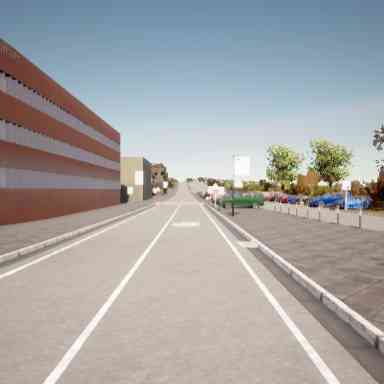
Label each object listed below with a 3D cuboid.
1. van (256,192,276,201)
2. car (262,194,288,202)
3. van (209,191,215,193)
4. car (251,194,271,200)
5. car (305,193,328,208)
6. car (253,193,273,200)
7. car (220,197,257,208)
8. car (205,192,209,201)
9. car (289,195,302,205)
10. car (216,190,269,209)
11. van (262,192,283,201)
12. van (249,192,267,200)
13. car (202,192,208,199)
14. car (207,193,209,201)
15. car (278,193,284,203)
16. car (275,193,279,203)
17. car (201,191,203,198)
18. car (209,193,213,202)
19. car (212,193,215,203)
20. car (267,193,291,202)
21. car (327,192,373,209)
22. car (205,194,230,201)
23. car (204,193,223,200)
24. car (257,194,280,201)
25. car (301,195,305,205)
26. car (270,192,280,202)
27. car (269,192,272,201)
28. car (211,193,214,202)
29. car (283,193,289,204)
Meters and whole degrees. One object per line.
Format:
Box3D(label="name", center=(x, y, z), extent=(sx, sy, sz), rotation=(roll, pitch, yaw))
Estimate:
Box3D(label="van", center=(18.087, 1.053, 80.974), extent=(4.442, 1.987, 1.878), rotation=(0, 0, -1))
Box3D(label="car", center=(18.132, 1.293, 72.627), extent=(5.008, 1.535, 2.097), rotation=(0, 0, -1))
Box3D(label="van", center=(5.896, 1.087, 60.898), extent=(4.442, 1.987, 1.878), rotation=(0, 0, -1))
Box3D(label="car", center=(17.895, 1.299, 86.617), extent=(4.792, 1.488, 2.163), rotation=(0, 0, -1))
Box3D(label="car", center=(18.640, 1.085, 44.394), extent=(5.566, 2.045, 2.435), rotation=(0, 0, -1))
Box3D(label="car", center=(17.883, 1.148, 83.918), extent=(4.553, 1.767, 2.185), rotation=(0, 0, -1))
Box3D(label="car", center=(6.099, 1.376, 43.944), extent=(4.674, 1.452, 2.002), rotation=(0, 0, -1))
Box3D(label="car", center=(5.857, 1.300, 66.550), extent=(5.366, 1.575, 1.946), rotation=(0, 0, -1))
Box3D(label="car", center=(18.501, 1.328, 52.740), extent=(4.892, 1.521, 2.231), rotation=(0, 0, -1))
Box3D(label="car", center=(6.127, 1.086, 41.119), extent=(5.566, 2.045, 2.435), rotation=(0, 0, -1))
Box3D(label="van", center=(18.191, 1.062, 75.325), extent=(4.442, 1.987, 1.878), rotation=(0, 0, -1))
Box3D(label="van", center=(17.692, 1.038, 89.439), extent=(4.442, 1.987, 1.878), rotation=(0, 0, -1))
Box3D(label="car", center=(5.432, 1.296, 69.368), extent=(5.366, 1.575, 1.946), rotation=(0, 0, -1))
Box3D(label="car", center=(5.723, 1.348, 63.722), extent=(4.674, 1.452, 2.002), rotation=(0, 0, -1))
Box3D(label="car", center=(18.393, 1.318, 58.387), extent=(5.008, 1.535, 2.097), rotation=(0, 0, -1))
Box3D(label="car", center=(18.373, 1.342, 61.211), extent=(4.792, 1.488, 2.163), rotation=(0, 0, -1))
Box3D(label="car", center=(5.485, 1.033, 77.848), extent=(5.566, 2.045, 2.435), rotation=(0, 0, -1))
Box3D(label="car", center=(5.804, 1.348, 58.071), extent=(4.792, 1.488, 2.163), rotation=(0, 0, -1))
Box3D(label="car", center=(5.938, 1.368, 52.421), extent=(4.674, 1.452, 2.002), rotation=(0, 0, -1))
Box3D(label="car", center=(18.211, 1.172, 69.804), extent=(4.553, 1.767, 2.185), rotation=(0, 0, -1))
Box3D(label="car", center=(18.716, 1.204, 38.615), extent=(4.553, 1.767, 2.185), rotation=(0, 1, -1))
Box3D(label="car", center=(5.696, 1.286, 75.026), extent=(5.366, 1.575, 1.946), rotation=(0, 0, -1))
Box3D(label="car", center=(5.381, 1.149, 83.498), extent=(4.553, 1.767, 2.185), rotation=(0, 0, -1))
Box3D(label="car", center=(18.029, 1.285, 78.148), extent=(4.892, 1.521, 2.231), rotation=(0, 0, -1))
Box3D(label="car", center=(18.623, 1.335, 47.095), extent=(4.892, 1.521, 2.231), rotation=(0, 0, -1))
Box3D(label="car", center=(18.292, 1.308, 64.158), extent=(5.008, 1.535, 2.097), rotation=(0, 0, -1))
Box3D(label="car", center=(18.229, 1.303, 66.981), extent=(5.008, 1.535, 2.097), rotation=(0, 0, -1))
Box3D(label="car", center=(5.889, 1.363, 55.246), extent=(4.674, 1.452, 2.002), rotation=(0, 0, -1))
Box3D(label="car", center=(18.446, 1.322, 55.564), extent=(5.008, 1.535, 2.097), rotation=(0, 0, -1))
